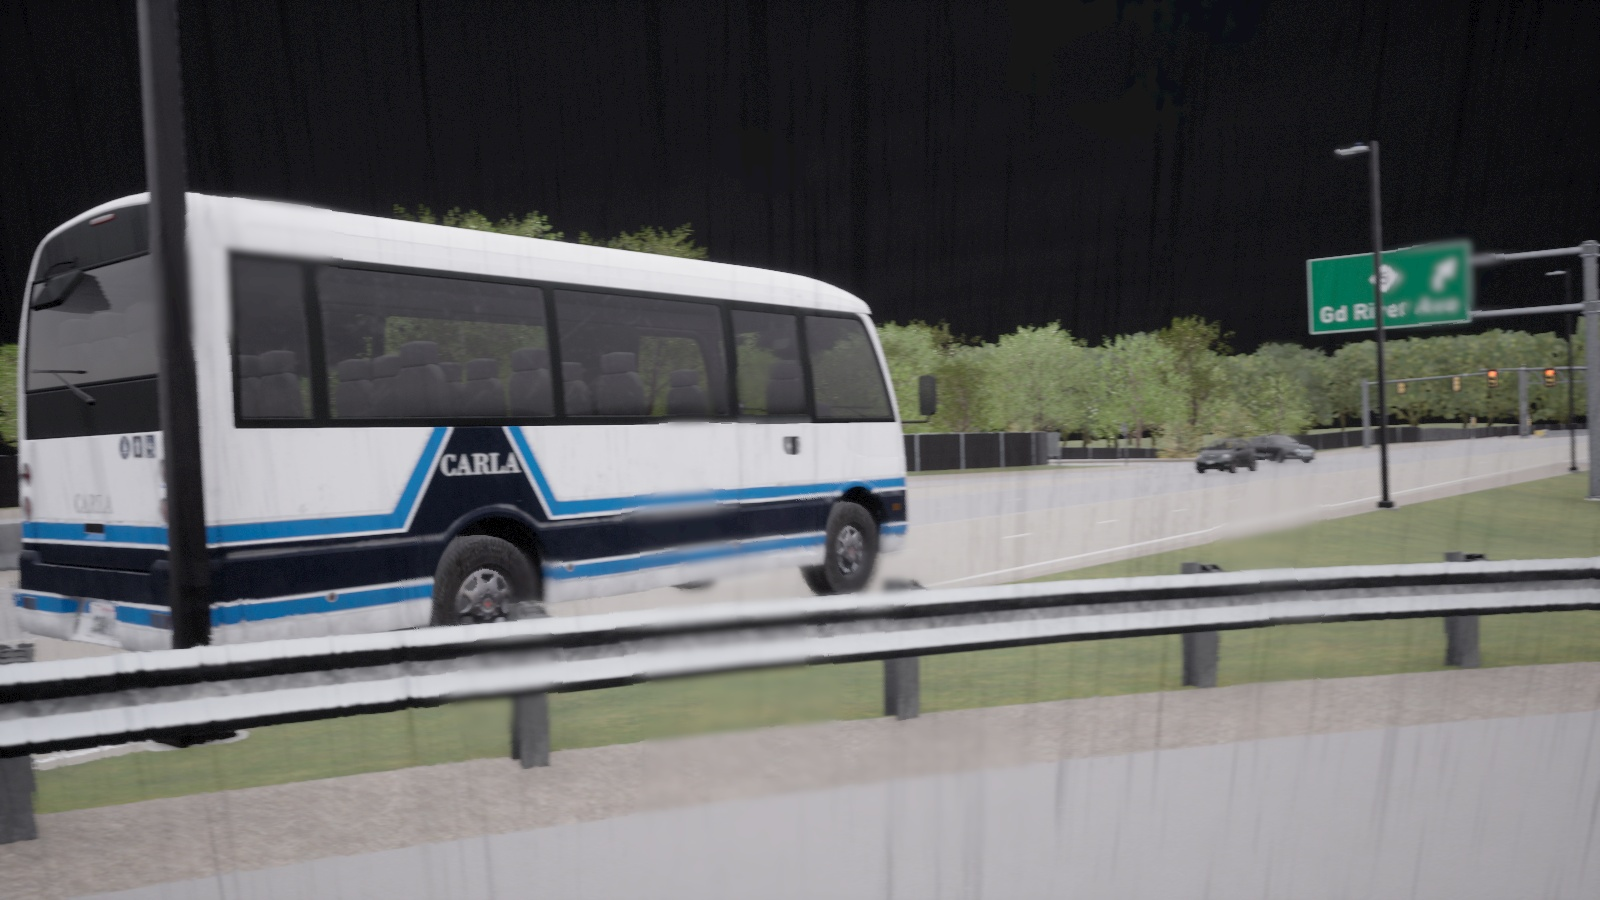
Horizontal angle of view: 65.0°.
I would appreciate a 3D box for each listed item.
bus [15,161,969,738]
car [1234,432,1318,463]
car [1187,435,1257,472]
[{"bbox_3d":[-2.501,-0.081,14.499,3.944,4.253,10.273,-2,0,39],"label":"bus"},{"bbox_3d":[27.450,-0.150,72.551,2.033,1.649,4.856,-1,0,-15],"label":"car"},{"bbox_3d":[19.987,0.157,59.390,1.851,1.617,3.988,-2,0,39],"label":"car"}]
